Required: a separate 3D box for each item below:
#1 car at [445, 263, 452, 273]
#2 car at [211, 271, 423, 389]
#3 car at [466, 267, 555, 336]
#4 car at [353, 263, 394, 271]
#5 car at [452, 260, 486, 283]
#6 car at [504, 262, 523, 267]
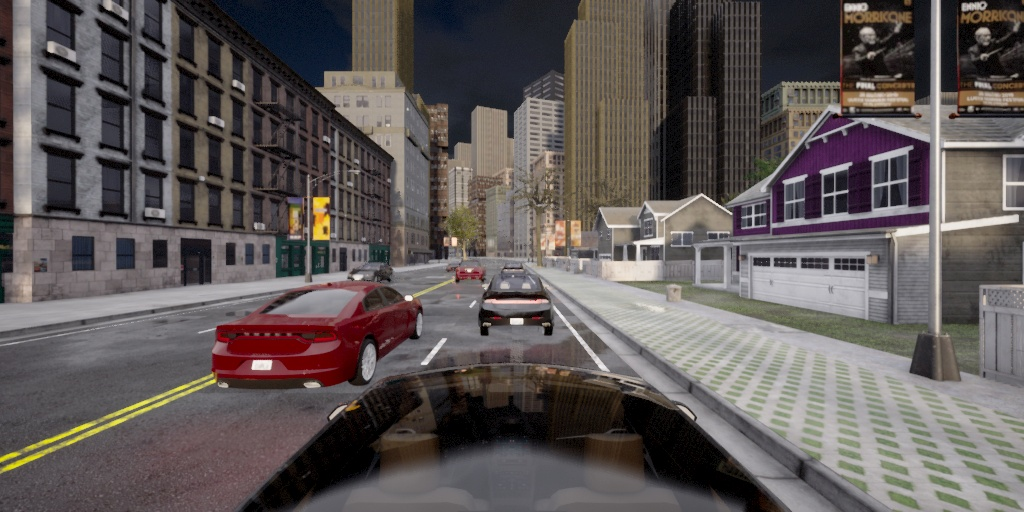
[{"bbox_3d":[-6.564,1.281,42.401,1.994,1.385,4.181,0,0,0],"label":"car"},{"bbox_3d":[-3.148,1.226,7.006,1.882,1.535,5.008,0,0,0],"label":"car"},{"bbox_3d":[0.106,1.238,10.381,2.128,1.511,4.902,0,0,0],"label":"car"},{"bbox_3d":[-9.833,1.228,25.269,2.128,1.511,4.902,0,0,0],"label":"car"},{"bbox_3d":[-3.124,1.086,27.815,2.097,1.767,4.553,0,0,-2],"label":"car"},{"bbox_3d":[0.115,1.226,27.800,2.128,1.511,4.902,0,0,0],"label":"car"}]
